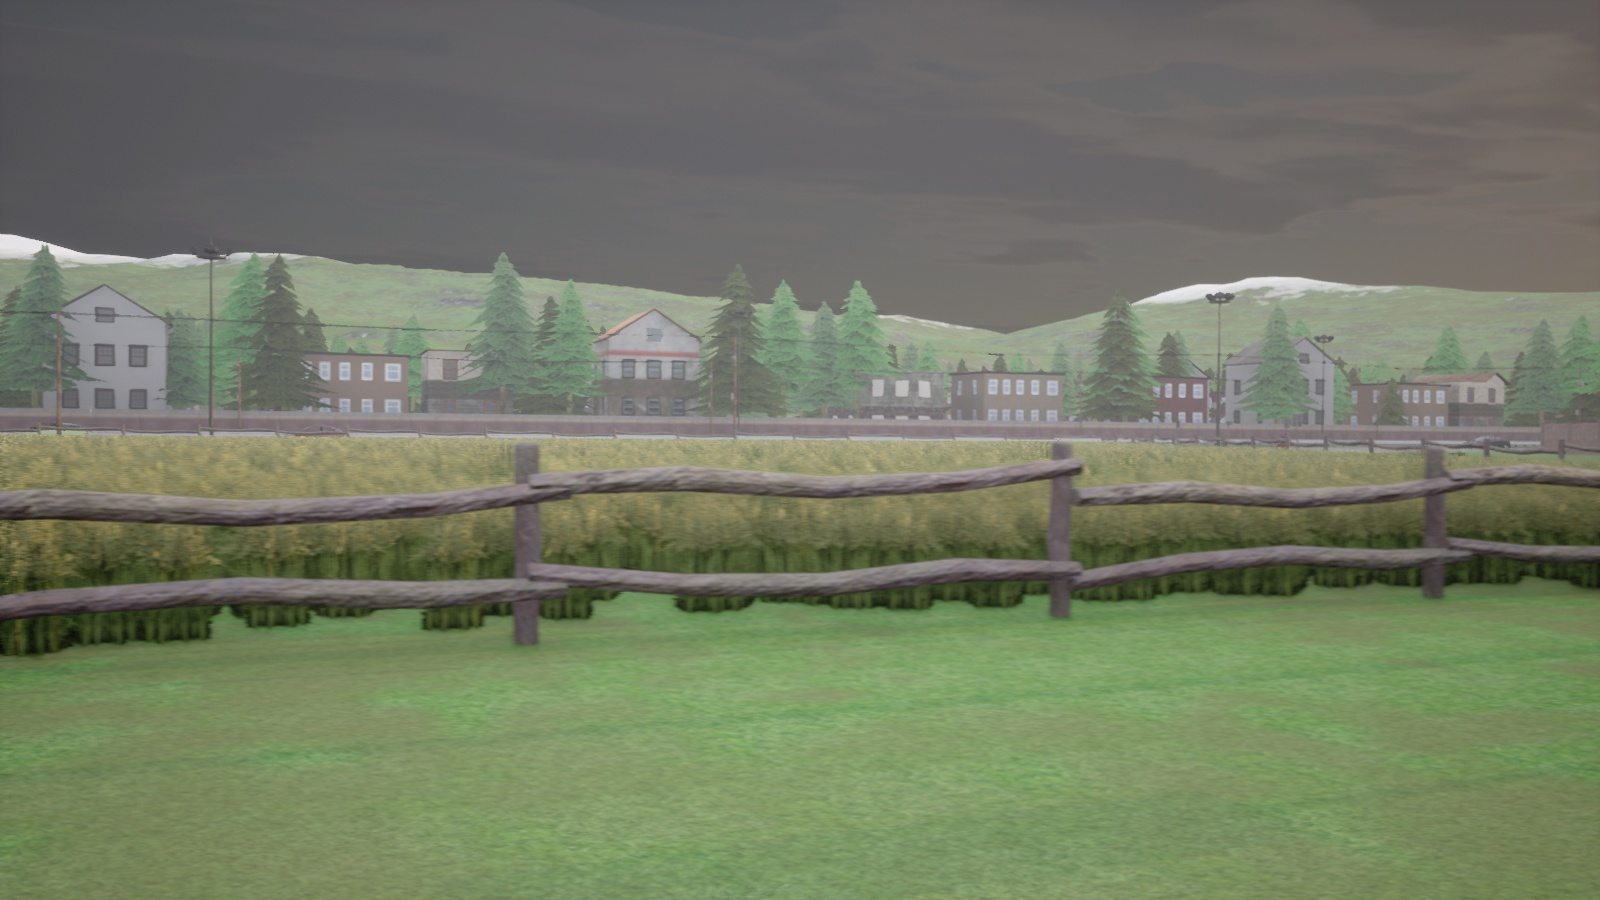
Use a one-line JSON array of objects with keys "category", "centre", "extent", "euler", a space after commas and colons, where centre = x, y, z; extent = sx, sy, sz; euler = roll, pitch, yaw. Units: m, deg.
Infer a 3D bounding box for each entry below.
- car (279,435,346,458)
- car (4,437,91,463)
[{"category": "car", "centre": [-33.482, -0.231, 86.278], "extent": [4.193, 1.474, 1.816], "euler": [-1, 1, -21]}, {"category": "car", "centre": [-48.315, -0.018, 80.724], "extent": [4.514, 1.525, 2.007], "euler": [-1, 1, -21]}]
